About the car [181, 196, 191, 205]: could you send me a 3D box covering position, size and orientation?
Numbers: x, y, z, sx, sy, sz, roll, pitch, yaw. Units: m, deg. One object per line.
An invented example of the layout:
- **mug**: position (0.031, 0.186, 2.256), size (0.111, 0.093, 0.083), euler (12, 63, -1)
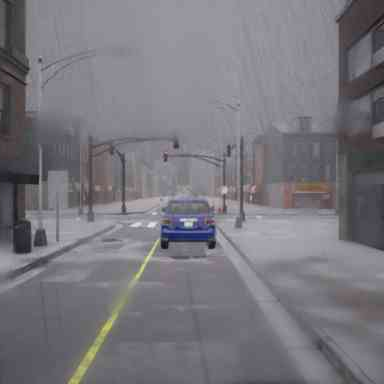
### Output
- **car**: position (-1.078, 1.521, 60.696), size (1.752, 1.417, 4.829), euler (0, 0, -1)

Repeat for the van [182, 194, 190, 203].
- **van**: position (-1.328, 1.339, 71.735), size (1.690, 1.788, 3.998), euler (0, 0, -1)

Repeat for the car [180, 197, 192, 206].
- **car**: position (-0.948, 1.562, 54.922), size (1.947, 1.339, 4.313), euler (0, 0, -1)

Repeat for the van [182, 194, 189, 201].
- **van**: position (-1.581, 1.346, 82.943), size (1.690, 1.788, 3.998), euler (0, 0, -1)

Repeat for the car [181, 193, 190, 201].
- **car**: position (-1.707, 1.325, 88.547), size (2.192, 1.841, 5.009), euler (0, 0, -1)

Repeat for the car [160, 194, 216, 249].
- **car**: position (-0.175, 1.256, 14.679), size (2.150, 2.045, 5.566), euler (0, 0, -1)
